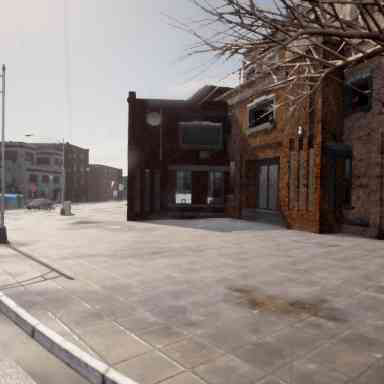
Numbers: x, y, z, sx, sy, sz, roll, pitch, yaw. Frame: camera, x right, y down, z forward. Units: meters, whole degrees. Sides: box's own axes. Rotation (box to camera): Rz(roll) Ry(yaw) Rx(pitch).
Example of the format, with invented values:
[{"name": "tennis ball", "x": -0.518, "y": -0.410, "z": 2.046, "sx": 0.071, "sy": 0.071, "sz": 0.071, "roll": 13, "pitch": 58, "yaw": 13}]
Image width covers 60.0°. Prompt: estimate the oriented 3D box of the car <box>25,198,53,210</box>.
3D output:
[{"name": "car", "x": -20.014, "y": 1.621, "z": 43.857, "sx": 1.837, "sy": 1.490, "sz": 4.892, "roll": 1, "pitch": 0, "yaw": 2}]
